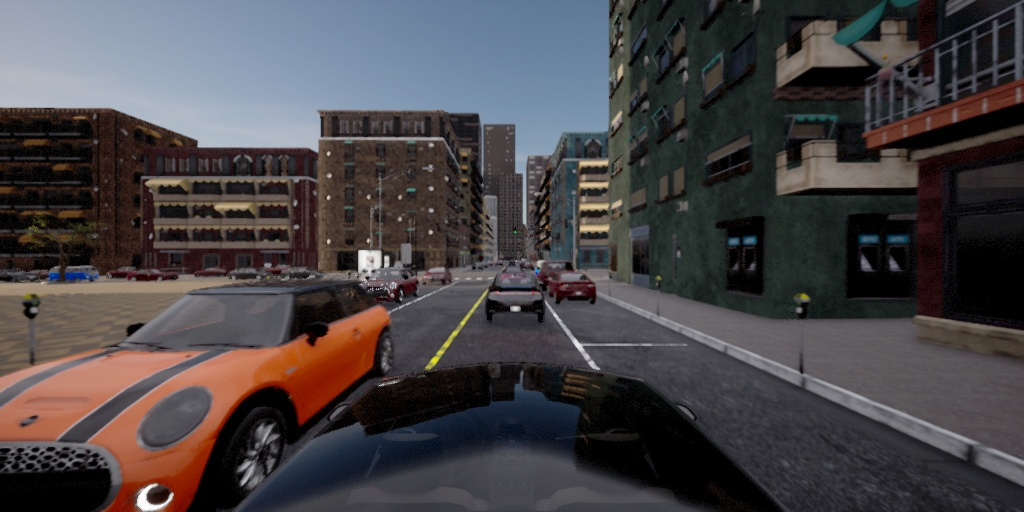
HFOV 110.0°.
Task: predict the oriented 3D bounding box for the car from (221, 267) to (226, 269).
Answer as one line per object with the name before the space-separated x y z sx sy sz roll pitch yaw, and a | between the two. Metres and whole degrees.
car | -27.959 1.925 38.485 4.403 1.370 2.007 0 0 0

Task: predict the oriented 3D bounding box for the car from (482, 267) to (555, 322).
car | 0.099 1.301 12.661 2.128 1.511 4.902 0 0 0

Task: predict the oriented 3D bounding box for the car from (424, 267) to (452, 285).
car | -5.690 1.475 27.757 1.802 1.307 4.207 0 0 0

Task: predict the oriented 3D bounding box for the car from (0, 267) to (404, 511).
car | -3.100 1.116 4.352 2.097 1.767 4.553 0 0 0

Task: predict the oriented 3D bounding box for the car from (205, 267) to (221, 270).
car | -39.159 2.102 46.995 4.207 1.307 1.802 0 0 0

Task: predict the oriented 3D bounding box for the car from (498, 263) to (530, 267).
car | 0.101 1.458 27.980 1.994 1.385 4.181 0 0 0

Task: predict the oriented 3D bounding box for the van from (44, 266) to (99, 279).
van | -46.849 1.992 38.452 3.998 1.789 1.690 0 0 0

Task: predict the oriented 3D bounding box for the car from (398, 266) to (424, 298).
car | -5.691 1.272 16.701 1.967 1.591 4.097 0 0 0

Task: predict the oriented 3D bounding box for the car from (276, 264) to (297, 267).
car | -22.390 1.843 38.525 4.403 1.370 2.007 0 0 0

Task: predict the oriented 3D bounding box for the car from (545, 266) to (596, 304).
car | 2.690 1.376 16.699 1.888 1.381 4.507 0 0 0

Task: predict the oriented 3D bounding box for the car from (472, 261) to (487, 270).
car | -5.686 1.648 60.161 1.948 1.339 4.313 0 0 0

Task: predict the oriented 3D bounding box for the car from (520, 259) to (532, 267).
car | 2.695 1.663 60.148 1.802 1.307 4.207 0 0 0

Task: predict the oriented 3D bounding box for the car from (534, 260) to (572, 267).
car | 2.691 1.177 22.227 2.192 1.841 5.009 0 0 0

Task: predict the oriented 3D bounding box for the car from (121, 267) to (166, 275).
car | -38.388 2.072 38.456 4.507 1.381 1.888 0 0 0
